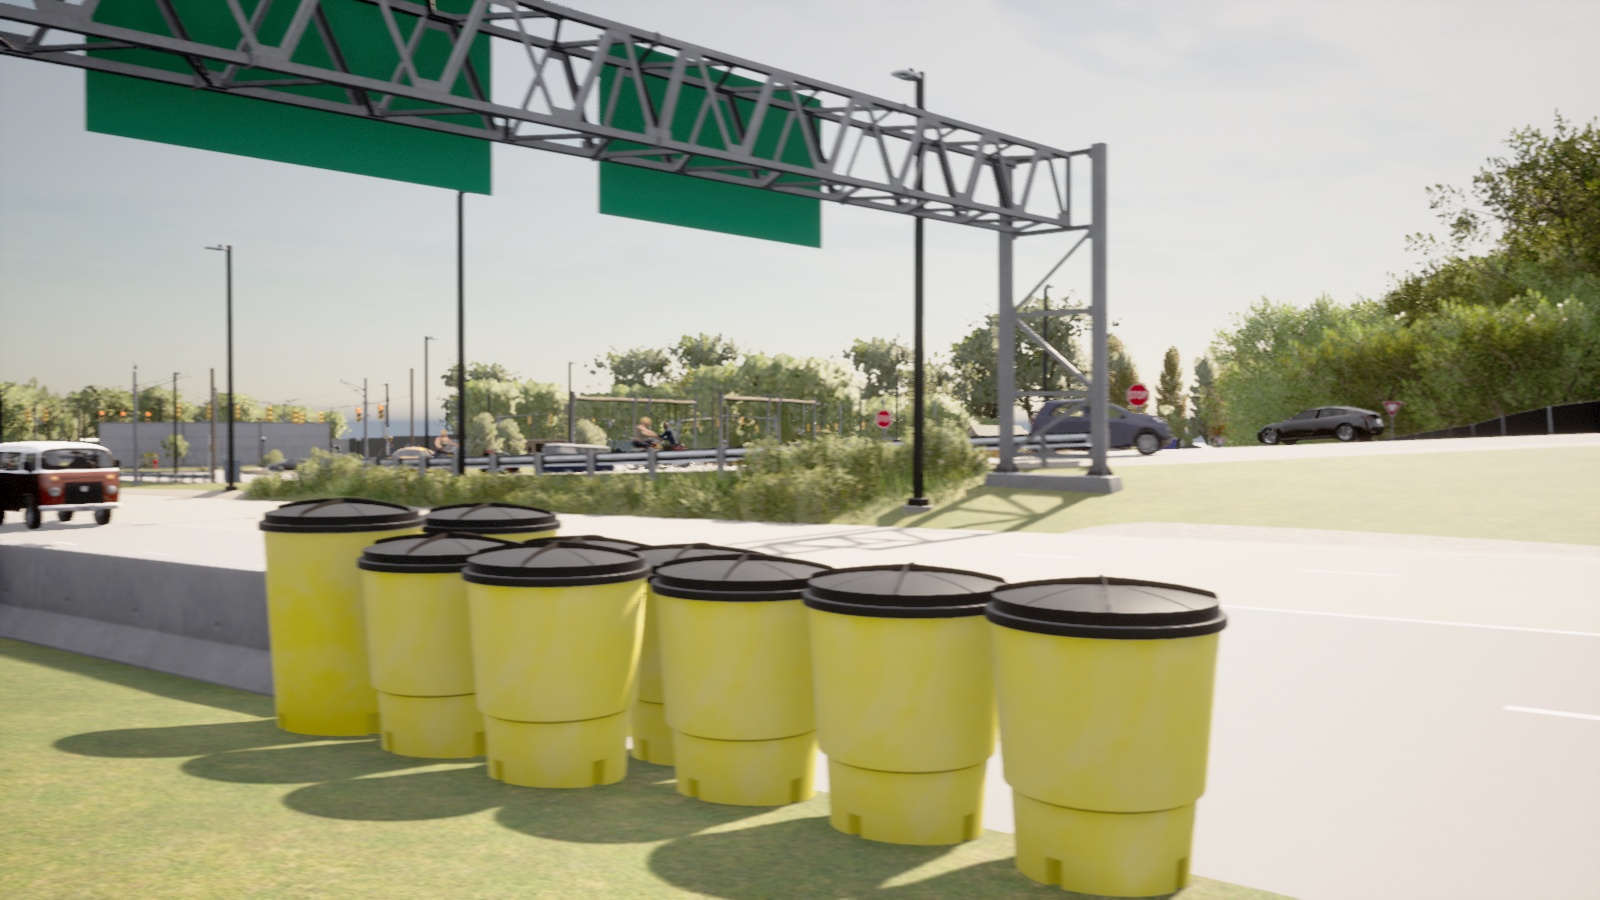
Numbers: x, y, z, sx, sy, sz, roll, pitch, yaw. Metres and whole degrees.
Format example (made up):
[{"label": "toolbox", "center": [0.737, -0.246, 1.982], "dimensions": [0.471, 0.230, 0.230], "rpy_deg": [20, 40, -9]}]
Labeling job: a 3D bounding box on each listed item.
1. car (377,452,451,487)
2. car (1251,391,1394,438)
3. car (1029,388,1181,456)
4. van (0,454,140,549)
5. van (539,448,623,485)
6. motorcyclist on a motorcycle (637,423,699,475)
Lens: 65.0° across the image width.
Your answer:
[{"label": "car", "center": [-18.158, 0.942, 59.304], "dimensions": [1.801, 1.575, 5.366], "rpy_deg": [-1, -1, 0]}, {"label": "car", "center": [20.949, -1.400, 50.471], "dimensions": [4.792, 1.488, 2.163], "rpy_deg": [-5, -1, 45]}, {"label": "car", "center": [7.846, -0.715, 32.442], "dimensions": [3.633, 1.501, 1.845], "rpy_deg": [-3, 1, 13]}, {"label": "van", "center": [-17.983, 1.207, 30.330], "dimensions": [4.480, 2.038, 2.069], "rpy_deg": [-2, 1, 41]}, {"label": "van", "center": [-12.225, 0.966, 70.224], "dimensions": [1.775, 1.987, 4.442], "rpy_deg": [-2, -3, 42]}, {"label": "motorcyclist on a motorcycle", "center": [-4.402, -0.030, 41.888], "dimensions": [1.817, 1.590, 0.866], "rpy_deg": [-4, -3, 17]}]
